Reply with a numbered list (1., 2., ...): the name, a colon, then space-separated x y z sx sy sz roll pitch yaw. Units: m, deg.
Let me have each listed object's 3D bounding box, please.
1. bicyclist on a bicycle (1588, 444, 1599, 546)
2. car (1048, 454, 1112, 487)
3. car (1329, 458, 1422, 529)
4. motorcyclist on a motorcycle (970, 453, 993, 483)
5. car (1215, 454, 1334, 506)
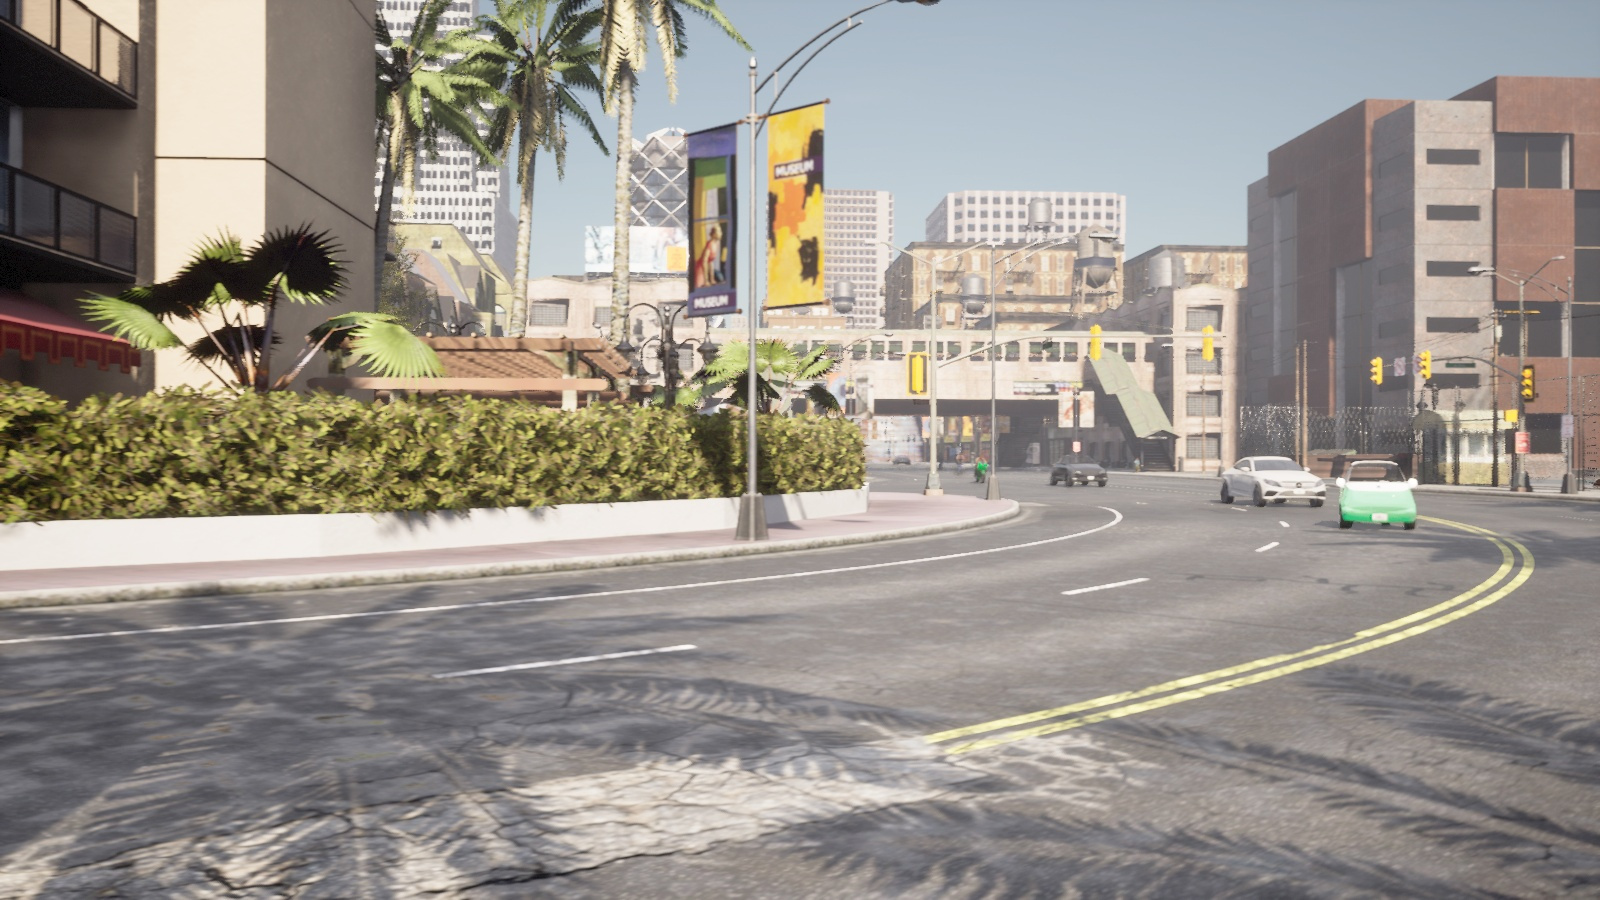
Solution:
1. bicyclist on a bicycle: 13.304 0.710 20.212 0.866 1.612 1.509 -1 0 25
2. car: 12.939 0.904 58.246 1.816 1.474 4.193 0 0 -3
3. car: 11.666 0.849 25.559 1.481 1.376 2.207 0 0 18
4. motorcyclist on a motorcycle: 9.152 0.898 63.361 0.797 1.523 2.044 0 0 -3
5. car: 13.861 0.846 37.004 1.812 1.442 4.674 0 0 1
